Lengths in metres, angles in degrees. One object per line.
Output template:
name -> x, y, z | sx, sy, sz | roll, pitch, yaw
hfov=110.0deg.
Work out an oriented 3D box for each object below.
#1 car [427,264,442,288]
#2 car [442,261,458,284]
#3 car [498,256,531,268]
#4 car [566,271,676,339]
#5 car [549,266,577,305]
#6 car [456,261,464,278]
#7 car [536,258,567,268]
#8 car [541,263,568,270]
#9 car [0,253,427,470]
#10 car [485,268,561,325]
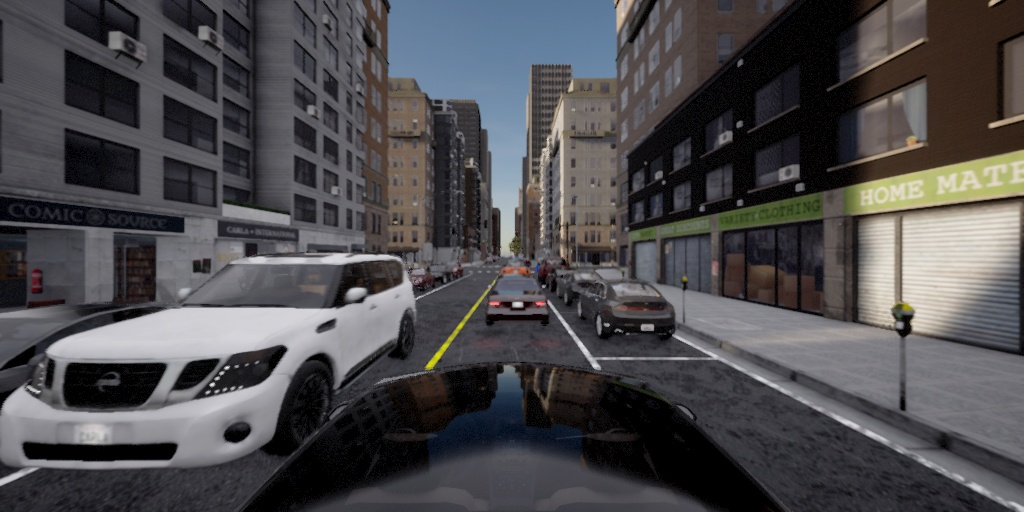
car -> -5.555, 1.299, 20.911 | 1.802, 1.307, 4.207 | 0, 0, 0
car -> -5.520, 1.274, 26.436 | 1.948, 1.339, 4.313 | 0, 0, 0
car -> 0.249, 1.061, 26.529 | 2.097, 1.767, 4.553 | 0, 0, 0
car -> 2.901, 1.287, 9.818 | 2.007, 1.370, 4.403 | 0, 0, 0
car -> 2.936, 1.278, 15.341 | 2.007, 1.370, 4.403 | 0, 0, 0
car -> -5.485, 1.138, 31.961 | 1.967, 1.591, 4.097 | 0, 0, 0
car -> 3.006, 1.023, 26.388 | 2.192, 1.841, 5.009 | 0, 0, 0
car -> 2.971, 1.284, 20.864 | 1.948, 1.339, 4.313 | 0, 0, 0
car -> -3.087, 0.965, 5.422 | 2.150, 2.045, 5.566 | 0, 0, 0
car -> 0.156, 1.281, 11.625 | 2.033, 1.411, 5.357 | 0, 0, 0
